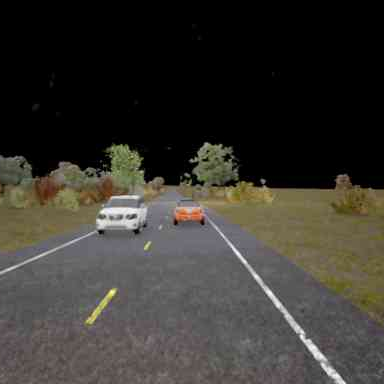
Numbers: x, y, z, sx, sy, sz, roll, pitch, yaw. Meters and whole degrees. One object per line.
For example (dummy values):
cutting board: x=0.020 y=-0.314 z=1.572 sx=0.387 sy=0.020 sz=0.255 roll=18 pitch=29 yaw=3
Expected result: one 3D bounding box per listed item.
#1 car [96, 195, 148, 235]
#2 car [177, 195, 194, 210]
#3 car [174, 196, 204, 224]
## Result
car: x=-3.812 y=1.215 z=19.094 sx=2.150 sy=2.045 sz=5.566 roll=0 pitch=0 yaw=-1
car: x=-0.847 y=1.317 z=42.030 sx=2.097 sy=1.767 sz=4.553 roll=0 pitch=0 yaw=-2
car: x=-0.243 y=1.339 z=24.561 sx=2.097 sy=1.767 sz=4.553 roll=0 pitch=0 yaw=-1
